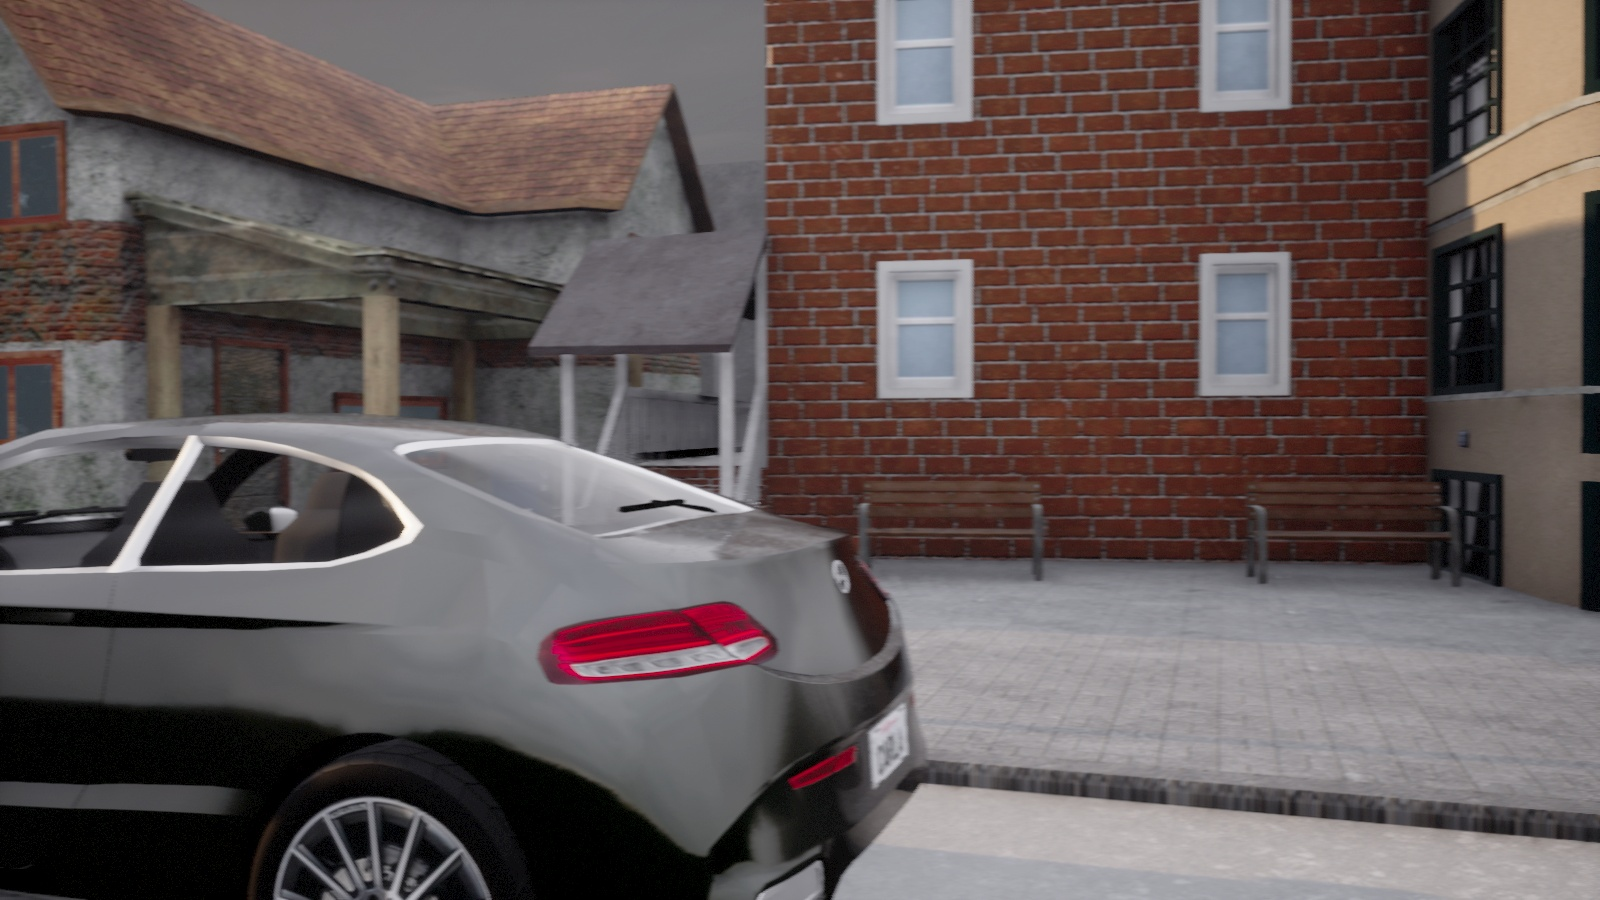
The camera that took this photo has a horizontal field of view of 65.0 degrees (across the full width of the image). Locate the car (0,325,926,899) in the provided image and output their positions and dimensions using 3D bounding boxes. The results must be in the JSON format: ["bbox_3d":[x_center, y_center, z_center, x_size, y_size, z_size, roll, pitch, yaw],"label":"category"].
[{"bbox_3d":[-2.260,0.525,4.477,5.027,1.651,2.152,1,1,19],"label":"car"}]
